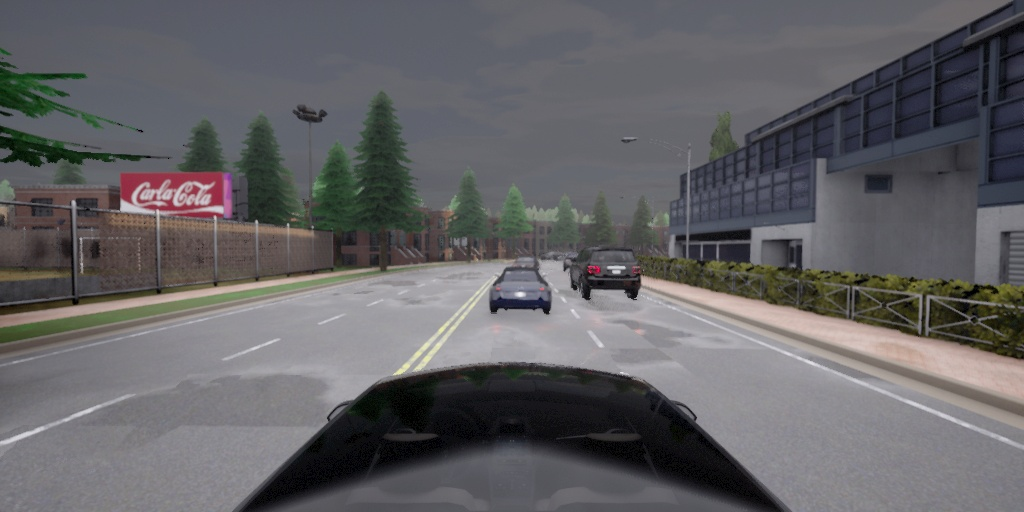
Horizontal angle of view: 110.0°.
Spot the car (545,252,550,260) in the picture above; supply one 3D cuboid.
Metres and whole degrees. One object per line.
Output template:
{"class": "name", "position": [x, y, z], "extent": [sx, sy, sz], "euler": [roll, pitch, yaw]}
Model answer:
{"class": "car", "position": [6.257, 0.024, 54.818], "extent": [1.837, 1.490, 4.892], "euler": [1, 1, 42]}

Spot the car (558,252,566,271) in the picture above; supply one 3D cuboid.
{"class": "car", "position": [5.779, 0.539, 32.314], "extent": [2.128, 1.511, 4.902], "euler": [0, 1, 15]}

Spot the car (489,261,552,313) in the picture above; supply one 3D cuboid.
{"class": "car", "position": [0.302, 1.058, 12.584], "extent": [1.994, 1.385, 4.181], "euler": [0, 1, 2]}

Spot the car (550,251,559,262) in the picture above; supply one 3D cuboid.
{"class": "car", "position": [8.108, 0.091, 51.618], "extent": [2.128, 1.511, 4.902], "euler": [1, 2, 41]}

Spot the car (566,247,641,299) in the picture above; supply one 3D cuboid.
{"class": "car", "position": [3.908, 0.647, 15.808], "extent": [2.150, 2.045, 5.566], "euler": [0, 1, 2]}

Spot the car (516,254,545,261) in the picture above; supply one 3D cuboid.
{"class": "car", "position": [1.194, 0.688, 27.654], "extent": [2.033, 1.411, 5.357], "euler": [0, 1, 8]}
